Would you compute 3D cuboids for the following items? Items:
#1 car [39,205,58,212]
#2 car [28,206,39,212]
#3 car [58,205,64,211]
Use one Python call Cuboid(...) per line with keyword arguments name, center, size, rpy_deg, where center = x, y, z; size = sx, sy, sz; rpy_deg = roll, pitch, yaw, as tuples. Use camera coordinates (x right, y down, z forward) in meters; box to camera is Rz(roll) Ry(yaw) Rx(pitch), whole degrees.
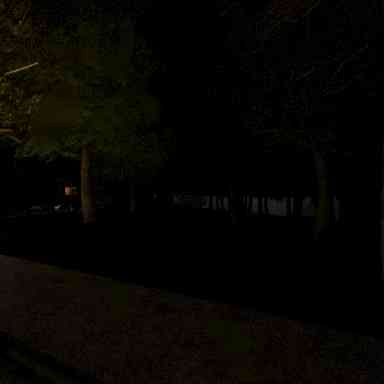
Cuboid(name="car", center=(-33.342, 3.886, 77.193), size=(1.837, 1.490, 4.892), rpy_deg=(0, -2, -9))
Cuboid(name="car", center=(-36.762, 4.000, 77.948), size=(2.033, 1.411, 5.357), rpy_deg=(0, -2, -9))
Cuboid(name="car", center=(-35.052, 4.238, 87.477), size=(2.128, 1.511, 4.902), rpy_deg=(0, -2, -9))
